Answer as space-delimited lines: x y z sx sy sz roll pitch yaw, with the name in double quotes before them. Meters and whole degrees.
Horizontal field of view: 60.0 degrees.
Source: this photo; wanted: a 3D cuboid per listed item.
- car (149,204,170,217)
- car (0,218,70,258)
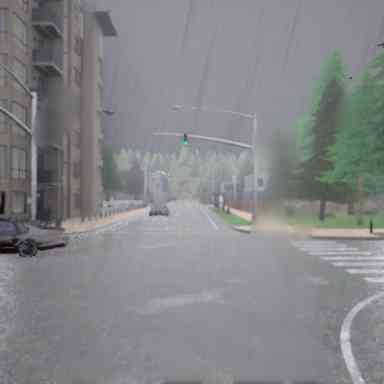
"car" -3.495 2.020 36.278 1.994 1.385 4.181 0 -1 0
"car" -7.426 1.712 12.452 5.357 1.411 2.033 0 0 -16
